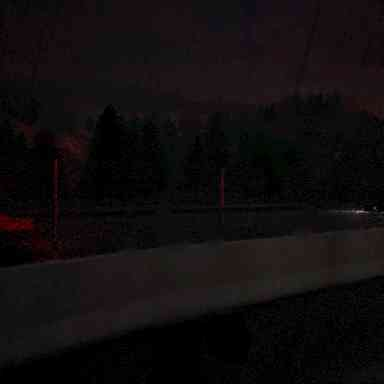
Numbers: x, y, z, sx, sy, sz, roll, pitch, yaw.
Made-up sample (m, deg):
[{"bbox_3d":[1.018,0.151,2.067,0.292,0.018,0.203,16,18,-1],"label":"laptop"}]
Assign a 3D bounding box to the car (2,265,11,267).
[{"bbox_3d":[-6.713,1.409,7.758,5.357,1.411,2.033,0,1,-36],"label":"car"}]
